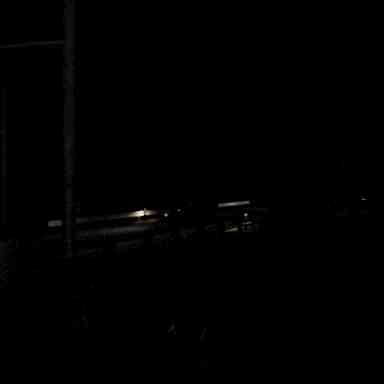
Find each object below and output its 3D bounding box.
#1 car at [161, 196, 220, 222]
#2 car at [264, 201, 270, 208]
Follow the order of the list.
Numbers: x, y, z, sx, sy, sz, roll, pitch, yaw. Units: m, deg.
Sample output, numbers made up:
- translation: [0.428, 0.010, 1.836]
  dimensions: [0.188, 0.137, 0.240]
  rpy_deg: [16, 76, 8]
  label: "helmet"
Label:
- translation: [-0.048, 1.086, 23.035]
  dimensions: [2.128, 1.511, 4.902]
  rpy_deg: [0, 3, 41]
  label: "car"
- translation: [9.083, 0.754, 33.191]
  dimensions: [1.882, 1.535, 5.008]
  rpy_deg: [0, 0, 43]
  label: "car"
